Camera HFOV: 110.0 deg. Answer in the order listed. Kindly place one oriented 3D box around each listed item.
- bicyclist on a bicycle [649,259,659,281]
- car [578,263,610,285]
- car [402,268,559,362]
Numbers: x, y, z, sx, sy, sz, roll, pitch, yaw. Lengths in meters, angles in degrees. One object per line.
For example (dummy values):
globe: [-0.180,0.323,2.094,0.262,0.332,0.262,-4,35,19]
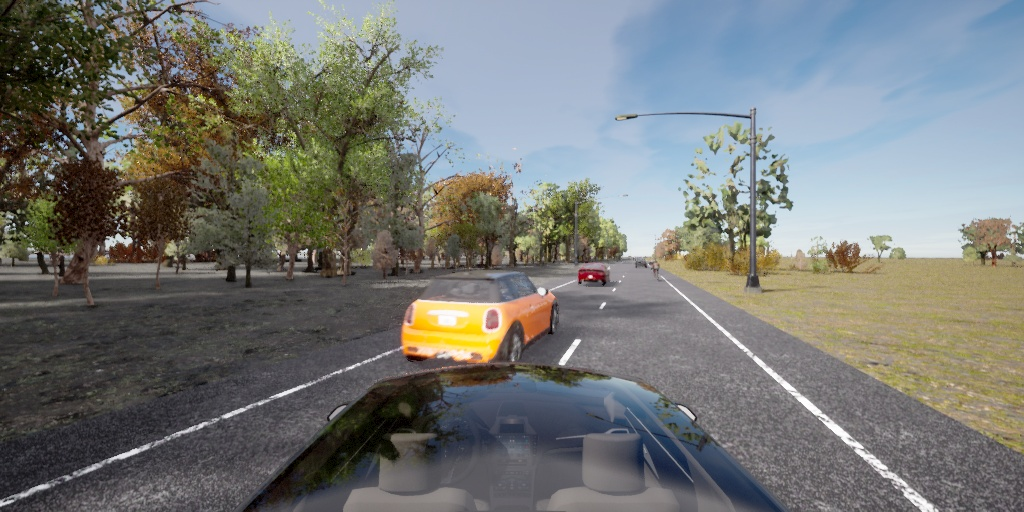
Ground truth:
bicyclist on a bicycle: [11.684,1.215,29.083,0.582,1.620,1.656,0,0,19]
car: [6.094,1.235,26.353,1.882,1.535,5.008,0,0,19]
car: [-0.366,1.102,8.020,2.097,1.767,4.553,0,0,20]
